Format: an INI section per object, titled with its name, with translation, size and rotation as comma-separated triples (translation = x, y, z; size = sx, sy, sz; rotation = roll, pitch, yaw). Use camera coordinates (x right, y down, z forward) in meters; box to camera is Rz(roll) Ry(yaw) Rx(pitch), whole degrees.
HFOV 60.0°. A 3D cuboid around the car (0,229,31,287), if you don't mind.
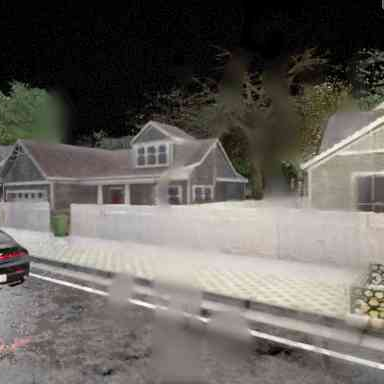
[car]
translation = -5.908, 1.538, 8.213
size = 4.892, 1.490, 1.837
rotation = 0, 0, 36
